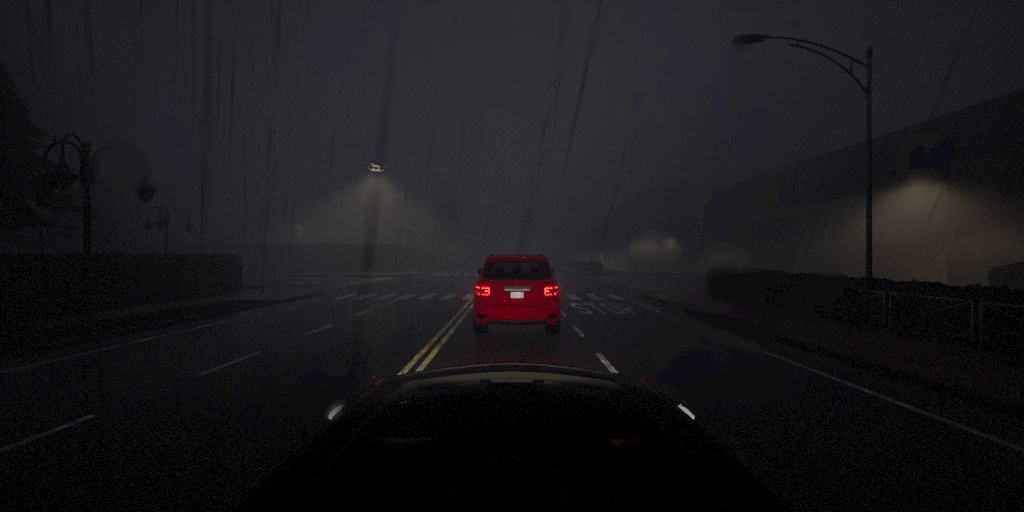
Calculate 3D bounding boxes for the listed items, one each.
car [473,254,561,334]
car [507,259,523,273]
[{"bbox_3d":[0.121,0.971,10.741,2.150,2.045,5.566,0,0,0],"label":"car"},{"bbox_3d":[0.356,1.228,45.593,1.882,1.535,5.008,0,0,1],"label":"car"}]
